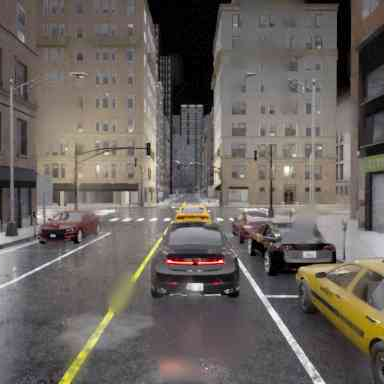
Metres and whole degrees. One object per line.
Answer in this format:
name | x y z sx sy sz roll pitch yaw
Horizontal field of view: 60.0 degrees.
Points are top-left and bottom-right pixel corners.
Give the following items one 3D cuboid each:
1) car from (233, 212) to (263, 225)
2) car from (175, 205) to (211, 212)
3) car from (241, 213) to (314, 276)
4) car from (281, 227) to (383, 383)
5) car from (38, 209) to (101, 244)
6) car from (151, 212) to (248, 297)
car | 2.883 1.577 15.784 1.802 1.307 4.206 -1 0 0
car | 0.053 1.471 18.973 1.882 1.535 5.008 0 0 1
car | 2.876 1.563 10.198 1.947 1.339 4.313 -1 0 0
car | 2.868 1.524 4.782 1.752 1.417 4.829 -1 0 0
car | -5.662 1.539 15.792 1.887 1.381 4.507 -1 0 0
car | 0.073 1.502 8.546 1.837 1.490 4.892 0 0 0
